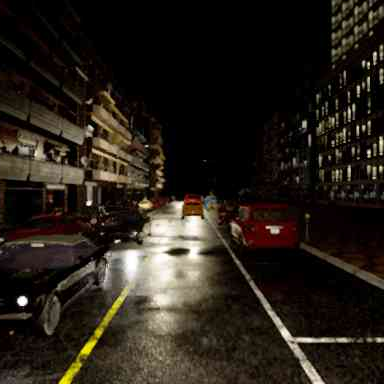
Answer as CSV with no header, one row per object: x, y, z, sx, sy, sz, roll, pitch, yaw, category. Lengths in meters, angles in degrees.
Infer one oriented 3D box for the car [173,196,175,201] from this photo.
-5.794,1.628,79.411,2.192,1.841,5.009,0,0,0,car

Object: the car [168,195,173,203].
-5.786,1.811,73.714,1.752,1.417,4.829,0,0,0,car

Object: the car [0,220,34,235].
-5.704,1.575,7.564,2.008,1.369,4.403,0,0,0,car

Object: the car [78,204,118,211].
-5.719,1.502,18.618,1.967,1.590,4.097,0,0,0,car

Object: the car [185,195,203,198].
0.032,1.379,45.099,2.150,2.045,5.566,0,0,1,car

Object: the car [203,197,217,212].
2.635,1.667,40.904,1.752,1.417,4.829,0,0,0,car

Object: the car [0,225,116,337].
-3.104,1.623,6.805,1.895,1.301,4.718,0,0,0,car

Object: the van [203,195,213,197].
2.628,1.504,46.261,1.690,1.788,3.998,0,0,0,van

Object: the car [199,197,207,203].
2.588,1.894,79.420,1.802,1.307,4.206,0,0,0,car

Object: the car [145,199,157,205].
-5.744,1.666,40.554,1.752,1.417,4.829,0,0,0,car

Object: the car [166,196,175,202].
-5.805,1.918,90.464,2.008,1.369,4.403,0,0,0,car

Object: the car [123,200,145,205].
-5.732,1.541,29.671,1.967,1.590,4.097,0,0,0,car

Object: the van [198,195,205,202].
2.573,1.708,90.474,1.690,1.788,3.998,0,0,0,van

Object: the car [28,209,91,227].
-5.711,1.588,13.090,1.887,1.381,4.507,0,0,0,car

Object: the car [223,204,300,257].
2.668,1.357,13.101,2.192,1.841,5.009,0,0,0,car

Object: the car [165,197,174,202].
-5.798,1.890,84.937,2.008,1.369,4.403,0,0,0,car

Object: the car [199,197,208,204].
2.595,1.868,73.894,1.802,1.307,4.206,0,0,0,car

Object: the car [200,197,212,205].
2.607,1.675,62.840,1.967,1.590,4.097,0,0,0,car

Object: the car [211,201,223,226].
2.655,1.625,24.155,1.887,1.381,4.507,0,0,0,car

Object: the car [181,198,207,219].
0.060,1.580,30.082,1.882,1.535,5.008,0,-1,0,car

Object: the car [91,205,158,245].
-3.020,1.601,16.144,2.033,1.411,5.357,0,0,0,car

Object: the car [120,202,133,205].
-5.725,1.663,24.145,1.802,1.307,4.206,0,0,0,car

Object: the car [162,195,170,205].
-5.772,1.780,62.831,1.887,1.381,4.507,0,0,0,car

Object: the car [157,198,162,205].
-5.751,1.708,46.250,1.887,1.381,4.507,0,0,0,car
